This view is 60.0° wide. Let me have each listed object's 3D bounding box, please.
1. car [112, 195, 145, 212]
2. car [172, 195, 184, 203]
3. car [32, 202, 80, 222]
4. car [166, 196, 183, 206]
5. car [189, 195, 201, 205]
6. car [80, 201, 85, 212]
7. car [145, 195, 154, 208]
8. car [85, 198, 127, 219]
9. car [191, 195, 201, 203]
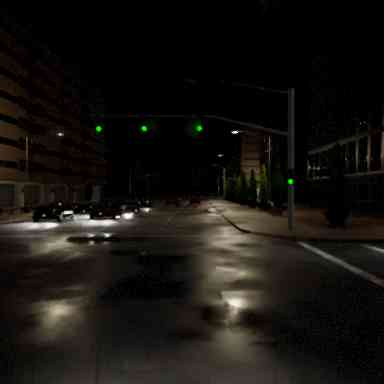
[{"bbox_3d":[-6.959,1.405,36.795,2.128,1.511,4.902,0,0,1],"label":"car"},{"bbox_3d":[-2.746,1.407,65.524,2.033,1.411,5.357,0,0,1],"label":"car"},{"bbox_3d":[-10.626,1.500,25.880,1.994,1.385,4.181,0,0,1],"label":"car"},{"bbox_3d":[-2.940,1.447,52.058,1.994,1.385,4.181,0,0,1],"label":"car"},{"bbox_3d":[0.541,1.352,55.656,1.882,1.535,5.008,0,0,1],"label":"car"},{"bbox_3d":[-10.508,1.521,34.683,1.895,1.301,4.718,0,0,1],"label":"car"},{"bbox_3d":[-6.701,1.248,46.602,2.097,1.767,4.553,0,0,2],"label":"car"},{"bbox_3d":[-7.112,1.494,27.903,1.994,1.385,4.181,0,0,1],"label":"car"},{"bbox_3d":[0.761,1.333,65.812,1.882,1.535,5.008,0,0,1],"label":"car"}]
